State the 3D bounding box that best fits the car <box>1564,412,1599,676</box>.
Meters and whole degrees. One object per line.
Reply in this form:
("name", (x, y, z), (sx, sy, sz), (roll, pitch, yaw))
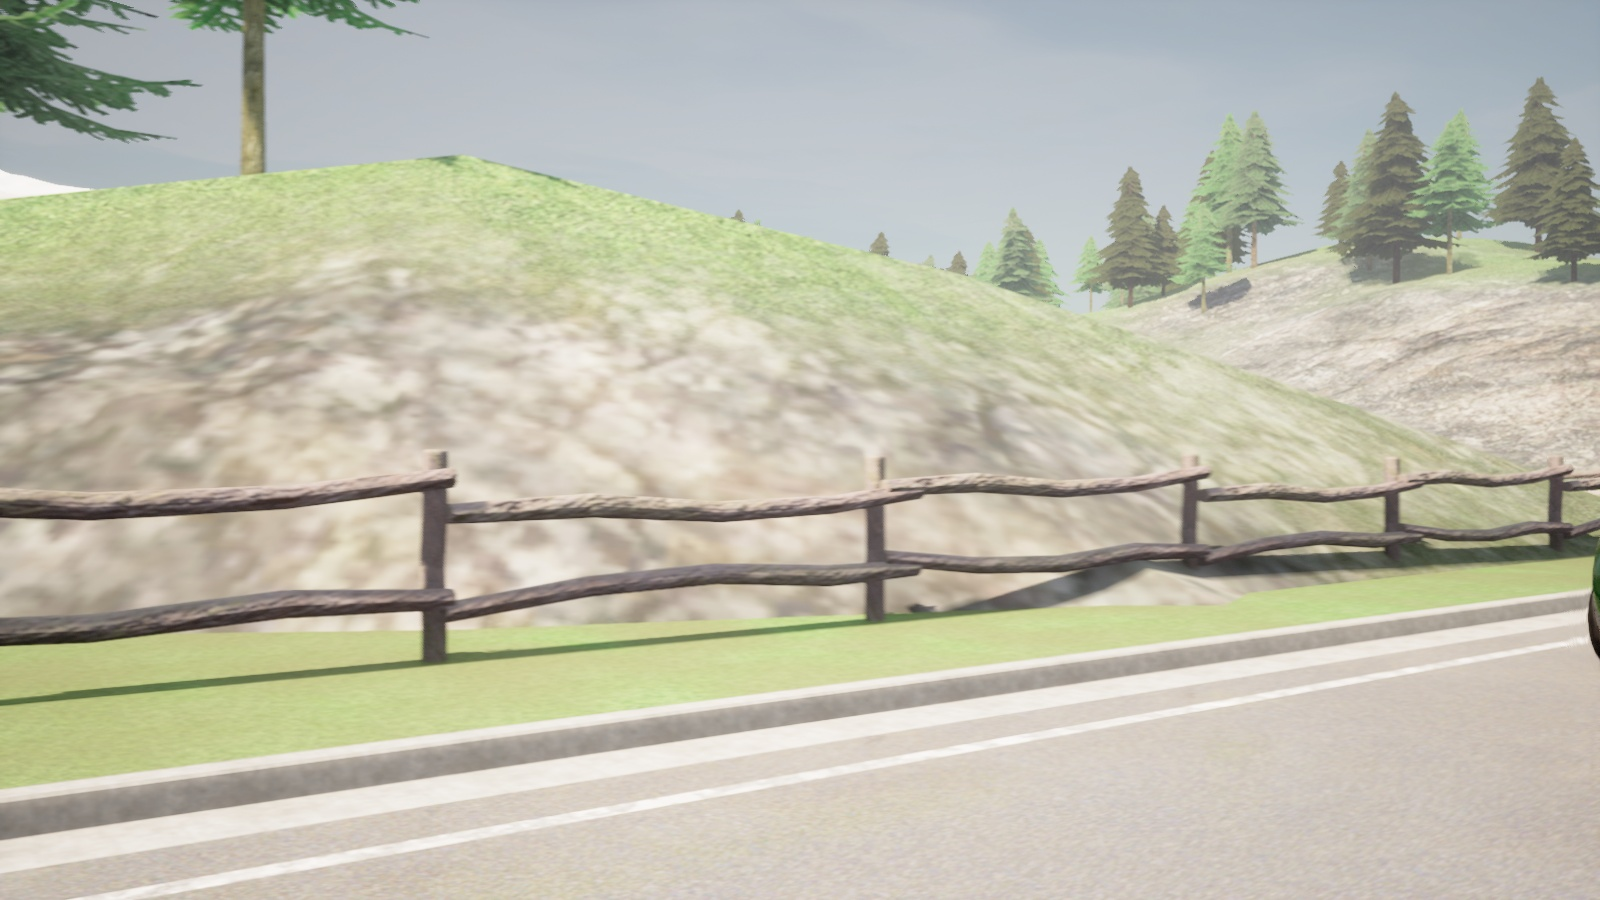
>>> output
("car", (7.681, 0.627, 9.005), (4.553, 1.767, 2.097), (0, 0, -35))
